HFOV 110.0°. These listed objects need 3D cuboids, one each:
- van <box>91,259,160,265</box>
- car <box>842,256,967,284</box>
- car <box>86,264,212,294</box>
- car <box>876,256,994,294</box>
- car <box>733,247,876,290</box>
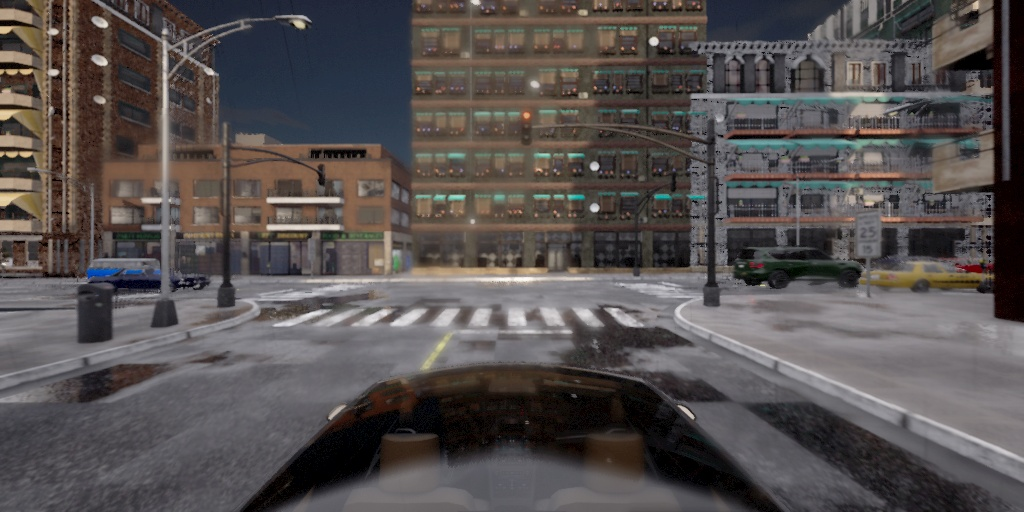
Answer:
[{"bbox_3d":[-26.076,1.068,24.128,3.998,1.789,1.690,0,0,1],"label":"van"},{"bbox_3d":[22.646,0.769,20.857,4.902,1.511,2.128,-1,0,1],"label":"car"},{"bbox_3d":[-18.278,1.239,18.329,4.718,1.301,1.895,-1,0,1],"label":"car"},{"bbox_3d":[17.646,0.832,15.134,4.829,1.417,1.751,0,0,1],"label":"car"},{"bbox_3d":[14.143,0.573,17.878,5.566,2.045,2.150,0,0,1],"label":"car"}]
